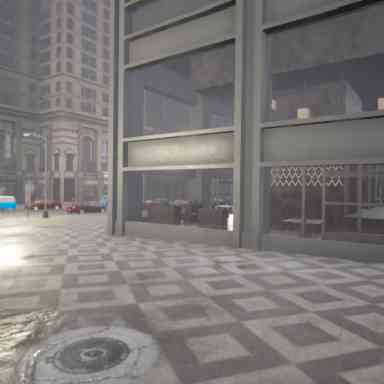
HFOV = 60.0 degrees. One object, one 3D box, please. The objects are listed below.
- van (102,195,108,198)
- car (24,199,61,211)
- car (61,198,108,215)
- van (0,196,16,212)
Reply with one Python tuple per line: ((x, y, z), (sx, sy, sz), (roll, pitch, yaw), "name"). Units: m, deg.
((-12.045, 1.413, 50.258), (1.690, 1.788, 3.998), (1, 0, 35), "van")
((-18.418, 1.575, 41.231), (1.887, 1.381, 4.507), (1, 0, 35), "car")
((-11.439, 1.715, 36.285), (1.887, 1.381, 4.507), (1, 0, 35), "car")
((-21.601, 1.351, 36.716), (1.690, 1.788, 3.998), (1, 0, 35), "van")
